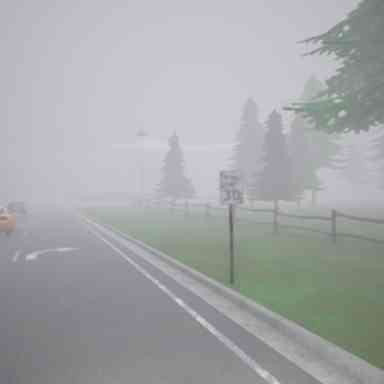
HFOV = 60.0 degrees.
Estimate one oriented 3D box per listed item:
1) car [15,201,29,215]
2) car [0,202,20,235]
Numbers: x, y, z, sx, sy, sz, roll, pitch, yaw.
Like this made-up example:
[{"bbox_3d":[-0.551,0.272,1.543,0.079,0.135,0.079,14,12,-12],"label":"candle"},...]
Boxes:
[{"bbox_3d":[-18.269,1.689,34.857,2.033,1.411,5.357,-1,0,-24],"label":"car"},{"bbox_3d":[-11.263,1.567,19.082,1.882,1.535,5.008,-1,0,-24],"label":"car"}]
